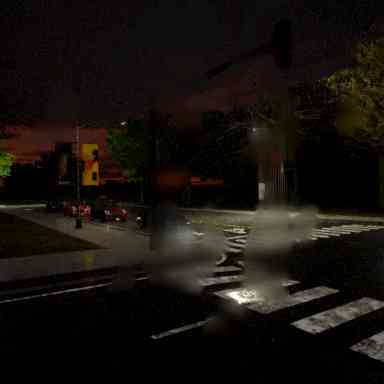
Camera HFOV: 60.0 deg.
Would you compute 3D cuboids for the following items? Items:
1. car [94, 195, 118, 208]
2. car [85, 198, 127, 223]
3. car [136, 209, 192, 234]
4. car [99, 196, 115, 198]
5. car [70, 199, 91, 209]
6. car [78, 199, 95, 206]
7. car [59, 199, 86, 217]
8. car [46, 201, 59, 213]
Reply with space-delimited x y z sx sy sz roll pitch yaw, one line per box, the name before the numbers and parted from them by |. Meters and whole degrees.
car | -15.081 1.654 57.891 2.150 2.045 5.566 -1 0 -35
car | -7.534 1.717 29.771 2.097 1.767 4.553 -1 0 -35
car | -2.037 1.820 22.018 2.033 1.411 5.357 -1 0 -29
car | -13.840 1.784 50.347 2.097 1.767 4.553 -1 0 -35
car | -19.700 2.080 58.659 2.033 1.411 5.357 -1 0 -35
car | -21.197 2.102 66.637 1.994 1.385 4.181 -1 0 -35
car | -13.142 1.813 37.792 2.097 1.767 4.553 -1 0 -35
car | -18.897 2.036 46.097 1.882 1.535 5.008 -1 0 -35
